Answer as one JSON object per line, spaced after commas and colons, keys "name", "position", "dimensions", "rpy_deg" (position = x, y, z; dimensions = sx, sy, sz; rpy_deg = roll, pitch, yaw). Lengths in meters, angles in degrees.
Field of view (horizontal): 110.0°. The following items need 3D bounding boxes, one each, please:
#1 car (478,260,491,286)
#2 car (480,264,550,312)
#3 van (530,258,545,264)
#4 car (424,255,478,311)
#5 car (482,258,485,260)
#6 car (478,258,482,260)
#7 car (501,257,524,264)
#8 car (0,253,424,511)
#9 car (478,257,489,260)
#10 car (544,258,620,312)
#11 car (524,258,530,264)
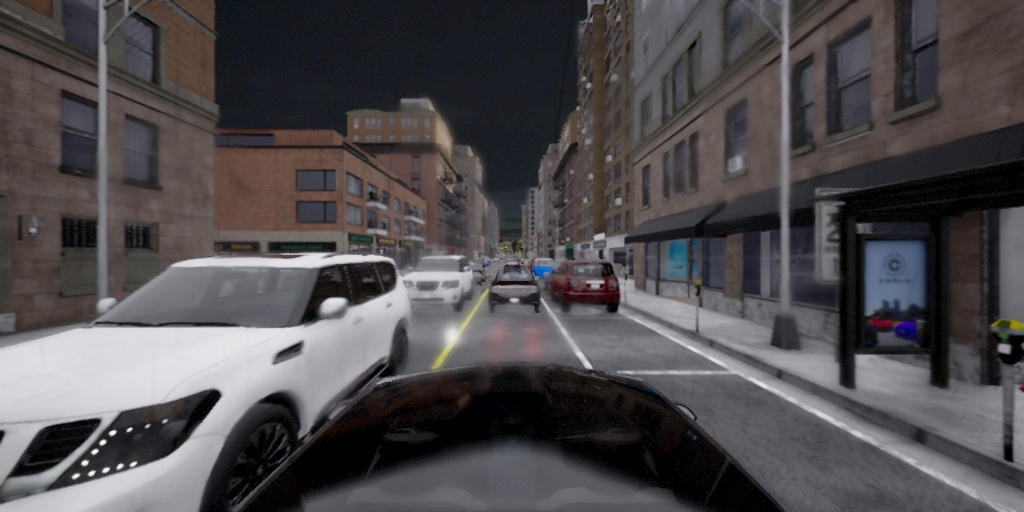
{"name": "car", "position": [-2.835, 1.239, 25.208], "dimensions": [2.128, 1.511, 4.902], "rpy_deg": [0, 0, 0]}
{"name": "car", "position": [0.099, 1.240, 14.183], "dimensions": [2.128, 1.511, 4.902], "rpy_deg": [0, 0, 0]}
{"name": "van", "position": [2.691, 1.087, 30.254], "dimensions": [1.690, 1.789, 3.998], "rpy_deg": [0, 0, 0]}
{"name": "car", "position": [-2.851, 0.970, 14.753], "dimensions": [2.150, 2.045, 5.566], "rpy_deg": [0, 0, 0]}
{"name": "car", "position": [-5.395, 1.309, 51.877], "dimensions": [1.948, 1.339, 4.313], "rpy_deg": [0, 0, 0]}
{"name": "car", "position": [-5.396, 1.294, 46.471], "dimensions": [2.007, 1.370, 4.403], "rpy_deg": [0, 0, 0]}
{"name": "car", "position": [0.055, 1.222, 38.813], "dimensions": [1.882, 1.535, 5.008], "rpy_deg": [0, 0, 0]}
{"name": "car", "position": [-2.853, 0.972, 4.331], "dimensions": [2.150, 2.045, 5.566], "rpy_deg": [0, 0, 0]}
{"name": "car", "position": [-5.393, 1.057, 57.284], "dimensions": [2.192, 1.841, 5.009], "rpy_deg": [0, 0, 0]}
{"name": "car", "position": [2.706, 1.063, 14.035], "dimensions": [2.192, 1.841, 5.009], "rpy_deg": [0, 0, 0]}
{"name": "car", "position": [2.686, 1.060, 35.660], "dimensions": [2.192, 1.841, 5.009], "rpy_deg": [0, 0, 0]}
